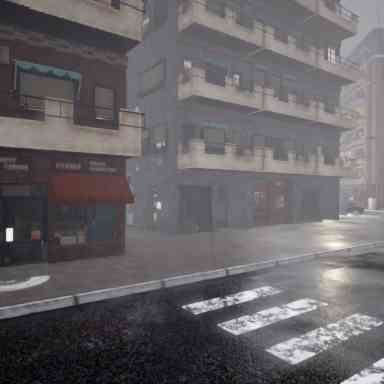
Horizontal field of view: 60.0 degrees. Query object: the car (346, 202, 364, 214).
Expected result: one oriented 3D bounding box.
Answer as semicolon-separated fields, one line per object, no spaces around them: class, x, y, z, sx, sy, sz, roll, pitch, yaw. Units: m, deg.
car;18.028;1.790;38.298;1.895;1.301;4.718;0;0;5
